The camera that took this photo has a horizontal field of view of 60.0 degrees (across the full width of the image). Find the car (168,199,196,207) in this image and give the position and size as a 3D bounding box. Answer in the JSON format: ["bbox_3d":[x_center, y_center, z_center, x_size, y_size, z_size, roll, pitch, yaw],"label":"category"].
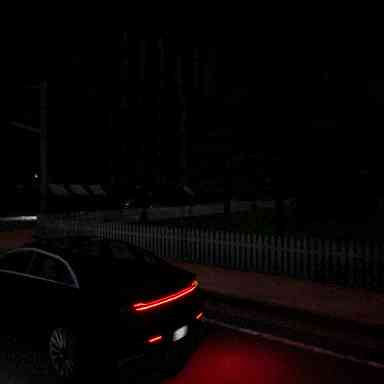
[{"bbox_3d":[-1.376,1.601,48.097,1.895,1.301,4.718,0,0,34],"label":"car"}]

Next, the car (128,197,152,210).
[{"bbox_3d":[-6.937,1.352,39.878,2.097,1.767,4.553,0,0,34],"label":"car"}]

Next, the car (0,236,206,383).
[{"bbox_3d":[-2.104,1.491,5.443,4.902,1.511,2.128,0,0,36],"label":"car"}]

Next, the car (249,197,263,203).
[{"bbox_3d":[12.360,1.601,61.861,1.895,1.301,4.718,0,0,34],"label":"car"}]

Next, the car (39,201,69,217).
[{"bbox_3d":[-12.356,1.564,31.856,1.994,1.385,4.181,0,0,34],"label":"car"}]

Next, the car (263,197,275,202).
[{"bbox_3d":[15.238,1.547,59.874,2.033,1.411,5.357,0,0,34],"label":"car"}]

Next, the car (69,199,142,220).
[{"bbox_3d":[-6.883,1.547,27.092,2.033,1.411,5.357,0,0,34],"label":"car"}]
